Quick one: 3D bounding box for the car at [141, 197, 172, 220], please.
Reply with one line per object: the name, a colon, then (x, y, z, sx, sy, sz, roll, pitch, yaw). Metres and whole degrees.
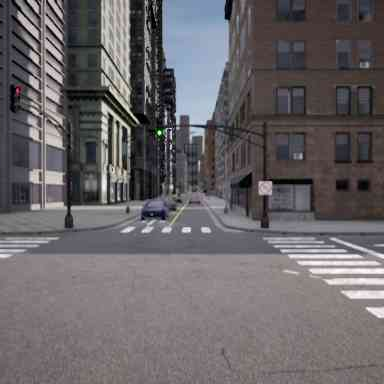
car: (-2.965, 1.419, 27.392, 1.882, 1.535, 5.008, 0, 0, 1)

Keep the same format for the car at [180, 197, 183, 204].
car: (-2.541, 1.475, 58.638, 1.895, 1.301, 4.718, 0, 0, 1)

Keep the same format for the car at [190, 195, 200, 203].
car: (0.591, 1.399, 67.846, 2.033, 1.411, 5.357, 0, 0, 1)

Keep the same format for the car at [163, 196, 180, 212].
car: (-2.839, 1.270, 38.122, 2.097, 1.767, 4.553, 0, 0, 1)

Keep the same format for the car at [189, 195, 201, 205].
car: (0.477, 1.441, 57.843, 1.994, 1.385, 4.181, 0, 0, 1)
